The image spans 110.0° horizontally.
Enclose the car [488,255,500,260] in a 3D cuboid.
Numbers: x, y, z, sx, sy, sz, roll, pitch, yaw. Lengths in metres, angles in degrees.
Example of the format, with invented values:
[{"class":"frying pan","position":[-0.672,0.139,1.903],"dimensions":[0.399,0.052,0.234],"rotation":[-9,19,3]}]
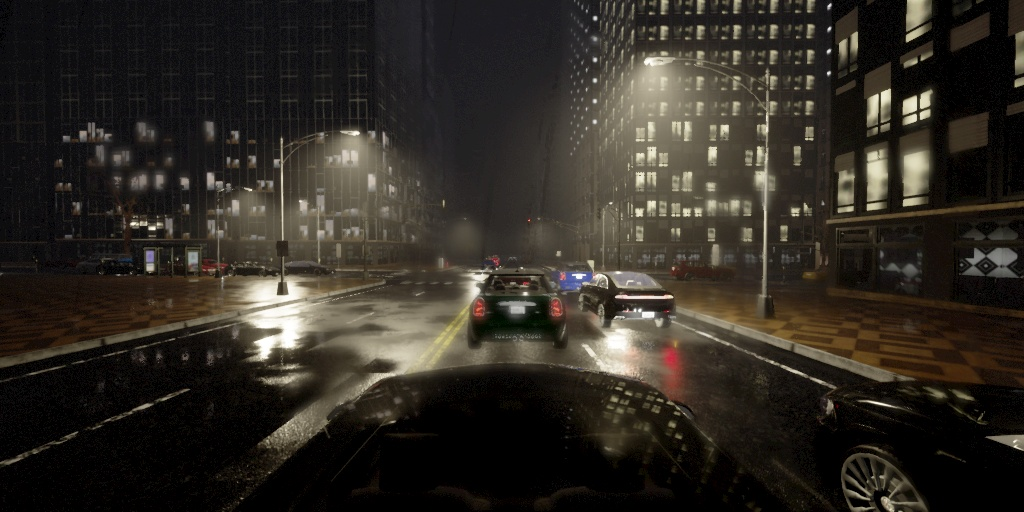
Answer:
[{"class":"car","position":[-3.243,0.925,61.032],"dimensions":[2.150,2.045,5.566],"rotation":[0,0,0]}]

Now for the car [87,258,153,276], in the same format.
[{"class":"car","position":[-34.053,1.069,31.676],"dimensions":[4.313,1.339,1.948],"rotation":[0,0,1]}]

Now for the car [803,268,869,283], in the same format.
[{"class":"car","position":[27.684,1.579,30.555],"dimensions":[4.829,1.417,1.751],"rotation":[0,0,1]}]

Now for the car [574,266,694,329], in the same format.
[{"class":"car","position":[3.364,1.237,11.280],"dimensions":[2.128,1.511,4.902],"rotation":[0,0,0]}]

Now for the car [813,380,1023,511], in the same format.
[{"class":"car","position":[3.344,1.242,0.888],"dimensions":[2.128,1.511,4.902],"rotation":[0,0,0]}]

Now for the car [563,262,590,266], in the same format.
[{"class":"car","position":[3.377,1.092,20.122],"dimensions":[2.097,1.767,4.553],"rotation":[0,0,0]}]

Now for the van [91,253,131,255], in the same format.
[{"class":"van","position":[-45.231,0.605,40.353],"dimensions":[3.998,1.789,1.690],"rotation":[0,0,1]}]

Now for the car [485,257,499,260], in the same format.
[{"class":"car","position":[-3.275,1.241,50.808],"dimensions":[1.812,1.442,4.674],"rotation":[0,0,0]}]

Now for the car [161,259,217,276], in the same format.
[{"class":"car","position":[-28.372,1.138,31.494],"dimensions":[4.207,1.307,1.802],"rotation":[0,0,1]}]

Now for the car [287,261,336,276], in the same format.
[{"class":"car","position":[-19.660,1.139,33.980],"dimensions":[5.357,1.411,2.033],"rotation":[0,1,0]}]

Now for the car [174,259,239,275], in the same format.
[{"class":"car","position":[-29.067,1.031,34.199],"dimensions":[4.674,1.442,1.812],"rotation":[1,1,1]}]

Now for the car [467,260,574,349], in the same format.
[{"class":"car","position":[0.111,1.099,9.306],"dimensions":[2.097,1.767,4.553],"rotation":[0,0,0]}]

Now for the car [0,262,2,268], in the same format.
[{"class":"car","position":[-53.446,0.501,34.817],"dimensions":[5.566,2.045,2.150],"rotation":[0,1,1]}]

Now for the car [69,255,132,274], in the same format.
[{"class":"car","position":[-38.920,0.942,34.419],"dimensions":[4.674,1.442,1.812],"rotation":[1,1,2]}]

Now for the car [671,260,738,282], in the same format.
[{"class":"car","position":[16.236,1.269,30.769],"dimensions":[5.009,1.841,2.192],"rotation":[0,0,1]}]

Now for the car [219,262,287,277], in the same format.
[{"class":"car","position":[-22.689,1.173,31.353],"dimensions":[4.313,1.339,1.948],"rotation":[0,0,1]}]
